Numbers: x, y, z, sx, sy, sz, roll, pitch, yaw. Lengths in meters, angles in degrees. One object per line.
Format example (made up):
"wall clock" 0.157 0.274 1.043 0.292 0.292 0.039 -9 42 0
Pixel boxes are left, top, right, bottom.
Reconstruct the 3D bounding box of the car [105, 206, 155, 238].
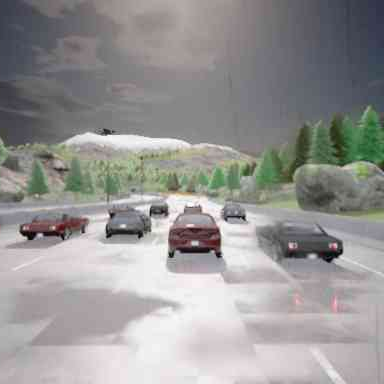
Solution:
"car" -3.403 1.664 18.399 1.994 1.385 4.181 0 -1 0

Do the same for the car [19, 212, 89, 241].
"car" -6.903 1.692 17.329 1.895 1.301 4.718 0 -1 0

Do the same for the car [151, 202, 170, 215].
"car" -3.405 1.794 35.666 1.882 1.535 5.008 0 -1 0

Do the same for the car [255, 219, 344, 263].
"car" 3.598 1.652 12.165 1.895 1.301 4.718 0 0 0

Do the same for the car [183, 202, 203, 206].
"car" 0.096 1.787 34.350 2.128 1.511 4.902 0 -1 0

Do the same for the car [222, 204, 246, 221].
"car" 3.596 1.773 29.527 2.033 1.411 5.357 0 -1 0

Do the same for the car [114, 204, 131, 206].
"car" -6.904 1.882 33.364 1.895 1.301 4.718 0 -1 0

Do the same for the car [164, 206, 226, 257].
"car" 0.098 1.536 13.307 1.882 1.535 5.008 0 0 0
